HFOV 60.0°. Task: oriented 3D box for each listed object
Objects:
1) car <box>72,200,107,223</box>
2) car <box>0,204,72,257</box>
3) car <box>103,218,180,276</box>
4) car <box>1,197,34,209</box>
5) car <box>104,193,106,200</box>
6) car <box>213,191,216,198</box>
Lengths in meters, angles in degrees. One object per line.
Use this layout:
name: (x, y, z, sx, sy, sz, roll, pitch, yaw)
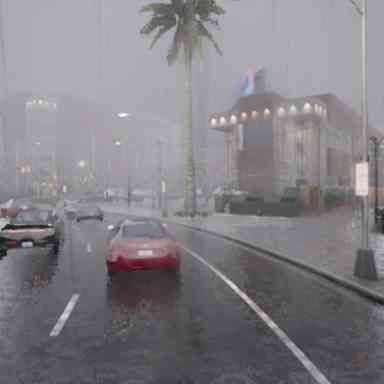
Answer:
car: (-8.097, 1.463, 24.807, 1.994, 1.385, 4.181, 0, 0, -33)
car: (-6.010, 1.448, 12.927, 2.128, 1.511, 4.902, 0, 0, -18)
car: (-1.650, 1.512, 10.388, 1.994, 1.385, 4.181, 0, 0, -14)
car: (-14.063, 1.271, 27.024, 2.097, 1.767, 4.553, -1, 1, -38)
car: (-15.676, 1.005, 57.571, 4.553, 1.767, 2.185, 0, 0, 38)
car: (4.558, 1.071, 56.274, 4.674, 1.452, 2.002, 0, 0, 38)
